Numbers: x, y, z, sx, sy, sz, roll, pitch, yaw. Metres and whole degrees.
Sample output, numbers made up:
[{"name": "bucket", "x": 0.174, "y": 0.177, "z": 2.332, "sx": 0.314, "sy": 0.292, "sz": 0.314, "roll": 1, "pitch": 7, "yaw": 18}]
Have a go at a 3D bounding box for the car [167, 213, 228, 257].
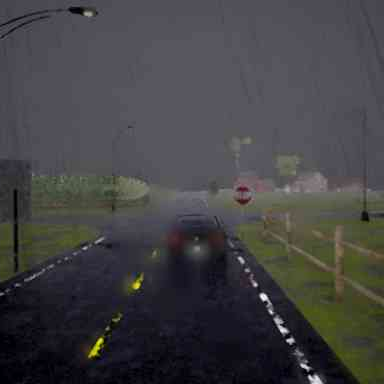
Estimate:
[{"name": "car", "x": 0.225, "y": 1.438, "z": 12.269, "sx": 1.895, "sy": 1.301, "sz": 4.718, "roll": 0, "pitch": 1, "yaw": 2}]
